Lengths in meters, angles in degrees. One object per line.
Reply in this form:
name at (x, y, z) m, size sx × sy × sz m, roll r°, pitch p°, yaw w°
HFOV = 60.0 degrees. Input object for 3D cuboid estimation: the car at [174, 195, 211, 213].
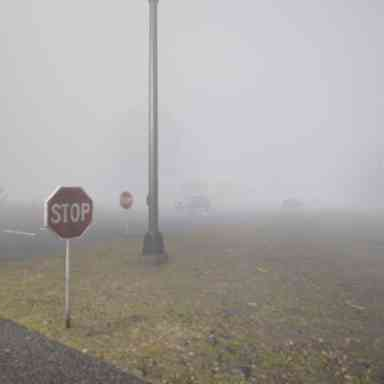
car at (0.147, 1.363, 39.752) m, size 2.150 × 2.045 × 5.566 m, roll 0°, pitch 0°, yaw 34°

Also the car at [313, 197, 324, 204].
car at (26.432, 1.735, 69.454) m, size 1.812 × 1.442 × 4.674 m, roll 0°, pitch 0°, yaw 26°

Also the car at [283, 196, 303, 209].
car at (14.997, 1.658, 49.297) m, size 2.128 × 1.511 × 4.902 m, roll 0°, pitch 0°, yaw 34°

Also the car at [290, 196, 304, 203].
car at (23.592, 1.703, 74.668) m, size 1.837 × 1.490 × 4.892 m, roll 0°, pitch 0°, yaw 34°
